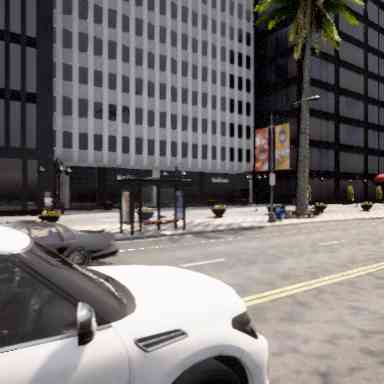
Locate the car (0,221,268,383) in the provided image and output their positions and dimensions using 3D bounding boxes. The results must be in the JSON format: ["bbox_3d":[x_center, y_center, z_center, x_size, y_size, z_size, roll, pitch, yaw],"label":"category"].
[{"bbox_3d":[-1.935,1.224,2.367,5.566,2.045,2.150,0,0,-35],"label":"car"}]

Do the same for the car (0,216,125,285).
[{"bbox_3d":[-4.763,1.548,9.191,5.357,1.411,2.033,0,0,-35],"label":"car"}]
